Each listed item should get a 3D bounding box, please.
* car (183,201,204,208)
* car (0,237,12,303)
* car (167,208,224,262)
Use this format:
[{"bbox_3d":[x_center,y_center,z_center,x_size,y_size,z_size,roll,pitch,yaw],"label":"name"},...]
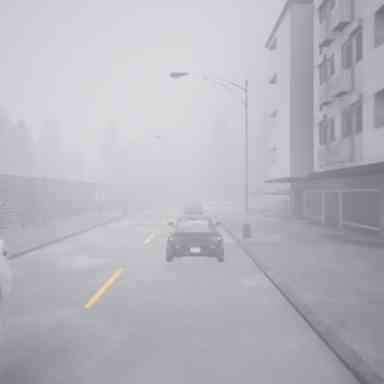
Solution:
[{"bbox_3d":[0.106,1.564,30.693,2.033,1.411,5.357,0,0,0],"label":"car"},{"bbox_3d":[-4.099,1.223,3.315,2.150,2.045,5.566,0,0,0],"label":"car"},{"bbox_3d":[0.102,1.532,12.076,1.812,1.442,4.674,0,0,0],"label":"car"}]
